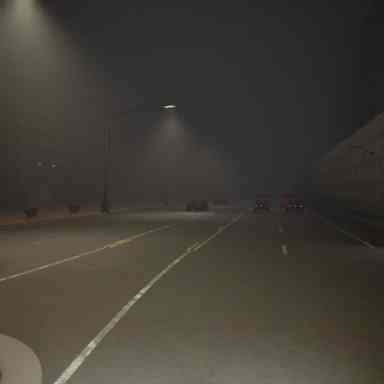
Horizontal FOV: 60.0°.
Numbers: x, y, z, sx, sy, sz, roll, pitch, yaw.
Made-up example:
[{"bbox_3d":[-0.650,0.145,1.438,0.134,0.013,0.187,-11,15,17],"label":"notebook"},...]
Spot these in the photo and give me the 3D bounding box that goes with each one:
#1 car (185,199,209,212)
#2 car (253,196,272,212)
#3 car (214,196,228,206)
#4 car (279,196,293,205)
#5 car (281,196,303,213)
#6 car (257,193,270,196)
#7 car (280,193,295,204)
[{"bbox_3d":[0.697,1.546,38.419,2.033,1.411,5.357,0,0,14],"label":"car"},{"bbox_3d":[8.139,1.547,38.595,2.033,1.411,5.357,0,0,14],"label":"car"},{"bbox_3d":[4.816,1.396,54.928,1.882,1.535,5.008,0,0,14],"label":"car"},{"bbox_3d":[16.398,1.491,58.112,2.128,1.511,4.902,0,0,14],"label":"car"},{"bbox_3d":[11.528,1.547,37.672,2.033,1.411,5.357,0,0,14],"label":"car"},{"bbox_3d":[10.546,1.221,48.871,2.150,2.045,5.566,0,0,14],"label":"car"},{"bbox_3d":[13.947,1.221,48.044,2.150,2.045,5.566,0,0,14],"label":"car"}]
